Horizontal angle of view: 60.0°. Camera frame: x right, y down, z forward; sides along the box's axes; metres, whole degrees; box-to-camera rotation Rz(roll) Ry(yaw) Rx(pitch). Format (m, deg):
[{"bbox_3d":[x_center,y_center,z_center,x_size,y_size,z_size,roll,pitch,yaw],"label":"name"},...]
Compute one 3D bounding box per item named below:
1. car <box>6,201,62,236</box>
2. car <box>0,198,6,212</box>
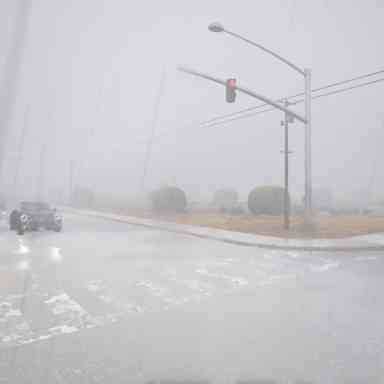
[{"bbox_3d":[-8.868,1.316,18.744,2.097,1.767,4.553,0,0,-35],"label":"car"},{"bbox_3d":[-22.998,1.419,39.139,1.837,1.490,4.892,0,0,-35],"label":"car"}]
